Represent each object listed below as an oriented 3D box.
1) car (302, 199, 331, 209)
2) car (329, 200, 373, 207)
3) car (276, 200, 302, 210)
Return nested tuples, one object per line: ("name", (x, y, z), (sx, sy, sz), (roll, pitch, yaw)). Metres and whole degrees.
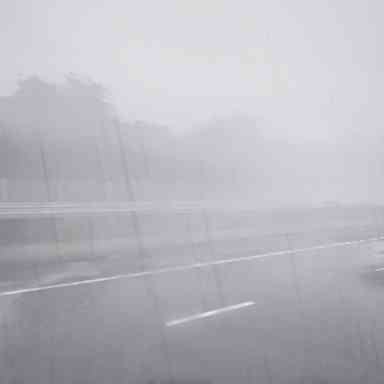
("car", (14.204, 1.571, 35.042), (4.892, 1.490, 1.837), (0, 0, -34))
("car", (15.937, 1.617, 32.002), (5.357, 1.411, 2.033), (0, 0, -34))
("car", (11.996, 1.614, 37.786), (5.357, 1.411, 2.033), (0, 0, -34))
